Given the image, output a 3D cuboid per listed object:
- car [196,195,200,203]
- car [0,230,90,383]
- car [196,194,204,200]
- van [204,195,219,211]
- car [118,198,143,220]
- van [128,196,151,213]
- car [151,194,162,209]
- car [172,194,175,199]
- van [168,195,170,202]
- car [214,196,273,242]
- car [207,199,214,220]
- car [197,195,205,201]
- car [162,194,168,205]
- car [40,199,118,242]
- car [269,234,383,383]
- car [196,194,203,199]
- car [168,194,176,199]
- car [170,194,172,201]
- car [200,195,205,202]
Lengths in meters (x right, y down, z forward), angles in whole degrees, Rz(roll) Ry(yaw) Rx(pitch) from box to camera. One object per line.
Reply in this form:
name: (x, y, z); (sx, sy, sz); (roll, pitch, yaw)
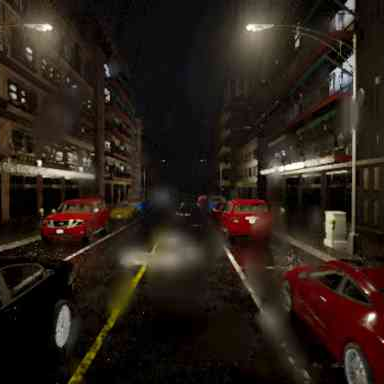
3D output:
car: (2.269, 1.323, 67.016); (1.967, 1.590, 4.097); (-1, 0, 0)
car: (-2.758, 1.474, 3.287); (1.882, 1.535, 5.008); (0, 0, 0)
car: (2.172, 1.388, 89.674); (1.887, 1.381, 4.507); (-1, 0, 0)
van: (2.414, 1.282, 33.030); (1.690, 1.788, 3.998); (-1, 0, 0)
car: (-5.439, 1.481, 27.200); (1.752, 1.417, 4.829); (-1, 0, 0)
van: (-5.466, 1.287, 33.021); (1.690, 1.788, 3.998); (-1, 0, 0)
car: (-5.514, 1.367, 44.324); (1.967, 1.590, 4.097); (-1, 0, 0)
car: (-5.658, 1.394, 78.062); (1.752, 1.417, 4.829); (-1, 0, 0)
van: (-5.588, 1.239, 61.277); (1.690, 1.788, 3.998); (-1, 0, 0)
car: (2.487, 1.285, 16.037); (2.192, 1.841, 5.009); (-1, 0, 0)
car: (2.442, 1.533, 27.366); (1.802, 1.307, 4.206); (-1, 0, 0)
car: (2.197, 1.435, 84.009); (1.802, 1.307, 4.206); (-1, 0, 0)
car: (-5.561, 1.458, 55.626); (2.008, 1.369, 4.403); (-1, 0, 0)
car: (-5.393, 1.290, 16.067); (2.192, 1.841, 5.009); (-1, 0, 0)
car: (2.540, 1.572, 4.709); (1.802, 1.307, 4.206); (-1, 0, 0)
car: (2.148, 1.399, 95.338); (1.947, 1.339, 4.313); (-1, 0, 0)
car: (-5.732, 1.389, 95.186); (2.008, 1.369, 4.403); (-1, 0, 0)
car: (-5.610, 1.454, 66.929); (1.947, 1.339, 4.313); (-1, 0, 0)
car: (2.389, 1.246, 38.694); (2.192, 1.841, 5.009); (-1, 0, 0)
